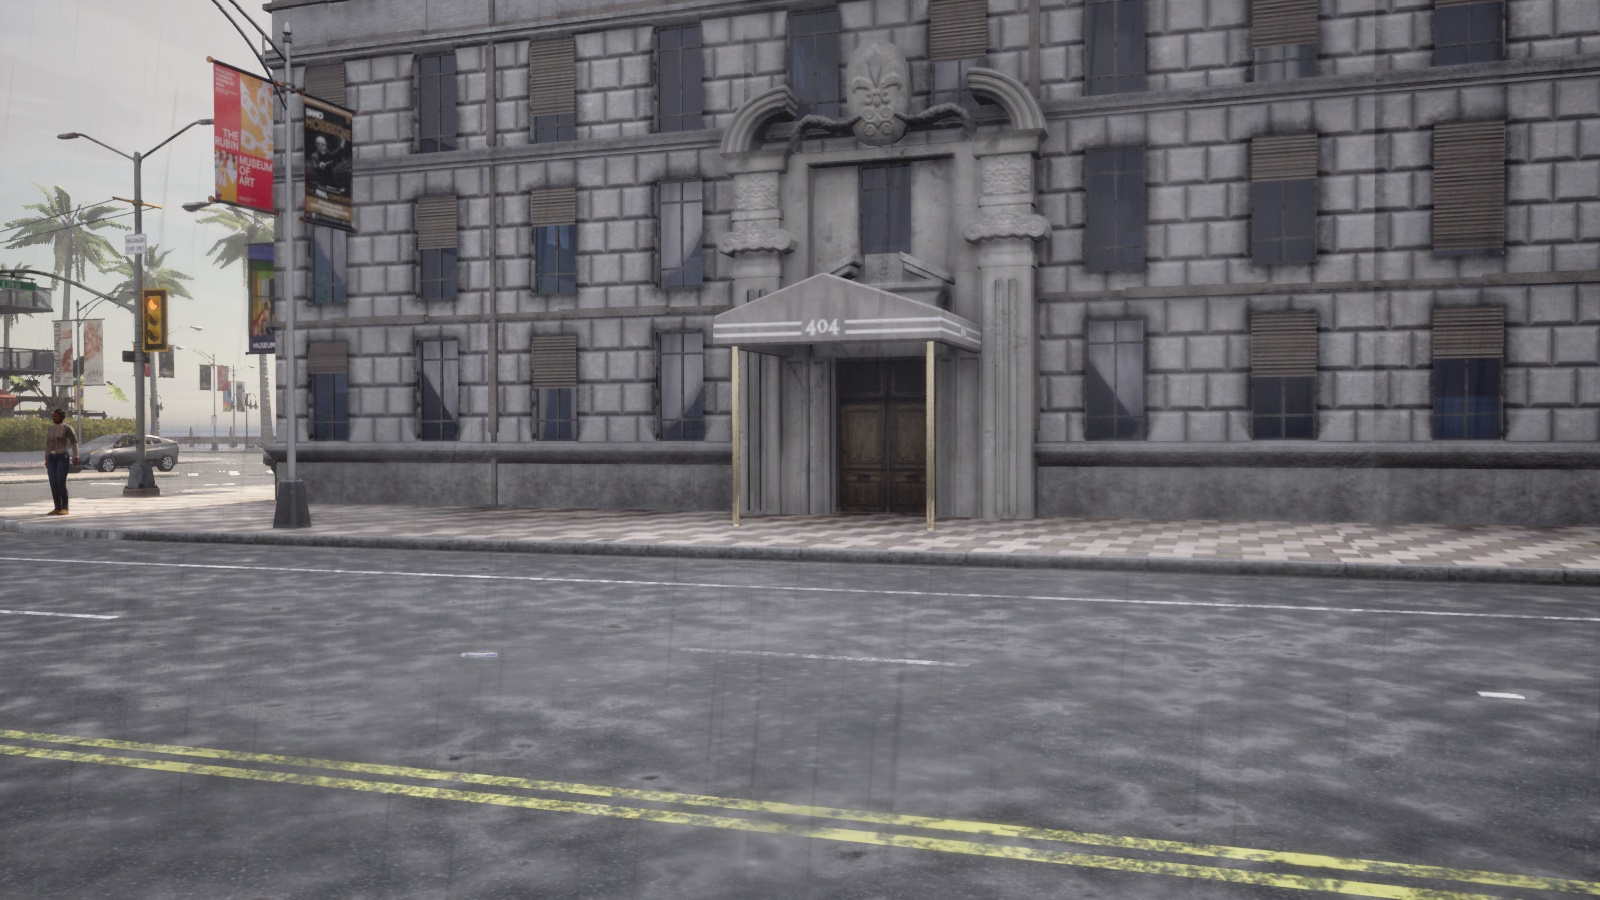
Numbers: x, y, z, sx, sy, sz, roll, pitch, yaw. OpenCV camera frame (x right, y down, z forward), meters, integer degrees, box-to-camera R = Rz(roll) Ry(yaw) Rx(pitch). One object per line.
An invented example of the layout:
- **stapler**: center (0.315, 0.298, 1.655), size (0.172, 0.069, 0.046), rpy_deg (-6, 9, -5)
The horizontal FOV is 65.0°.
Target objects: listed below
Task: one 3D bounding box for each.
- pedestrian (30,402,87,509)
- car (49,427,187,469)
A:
- **pedestrian**: center (-12.728, 0.090, 21.561), size (0.328, 1.805, 0.869), rpy_deg (0, 1, 12)
- **car**: center (-26.233, -0.102, 48.491), size (2.007, 1.525, 4.514), rpy_deg (1, 1, 19)
